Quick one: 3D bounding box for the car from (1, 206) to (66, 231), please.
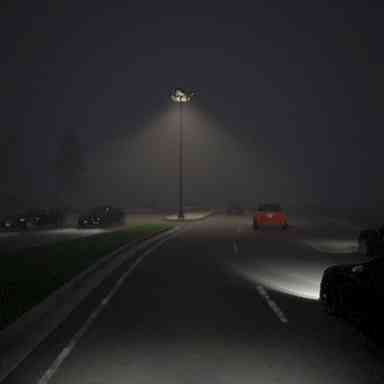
[{"bbox_3d":[-10.640,1.741,22.671,2.128,1.511,4.902,0,-1,14],"label":"car"}]

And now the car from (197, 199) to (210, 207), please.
[{"bbox_3d":[2.359,2.162,65.944,2.033,1.411,5.357,0,-1,12],"label":"car"}]

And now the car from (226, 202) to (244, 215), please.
[{"bbox_3d":[5.311,1.957,40.623,1.812,1.442,4.674,0,0,12],"label":"car"}]

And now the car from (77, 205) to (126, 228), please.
[{"bbox_3d":[-6.546,1.772,24.568,1.837,1.490,4.892,0,-1,14],"label":"car"}]

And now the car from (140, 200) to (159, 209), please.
[{"bbox_3d":[-7.044,2.076,55.589,1.882,1.535,5.008,0,-1,12],"label":"car"}]

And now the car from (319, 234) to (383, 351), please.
[{"bbox_3d":[3.543,1.616,4.972,1.994,1.385,4.181,0,-1,-1],"label":"car"}]

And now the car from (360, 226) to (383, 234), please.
[{"bbox_3d":[7.165,1.587,10.569,1.882,1.535,5.008,0,-1,2],"label":"car"}]

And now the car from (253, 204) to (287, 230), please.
[{"bbox_3d":[5.450,1.602,23.607,2.097,1.767,4.553,0,-1,10],"label":"car"}]

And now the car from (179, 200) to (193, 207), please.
[{"bbox_3d":[-1.067,2.260,66.662,1.812,1.442,4.674,0,-1,12],"label":"car"}]
